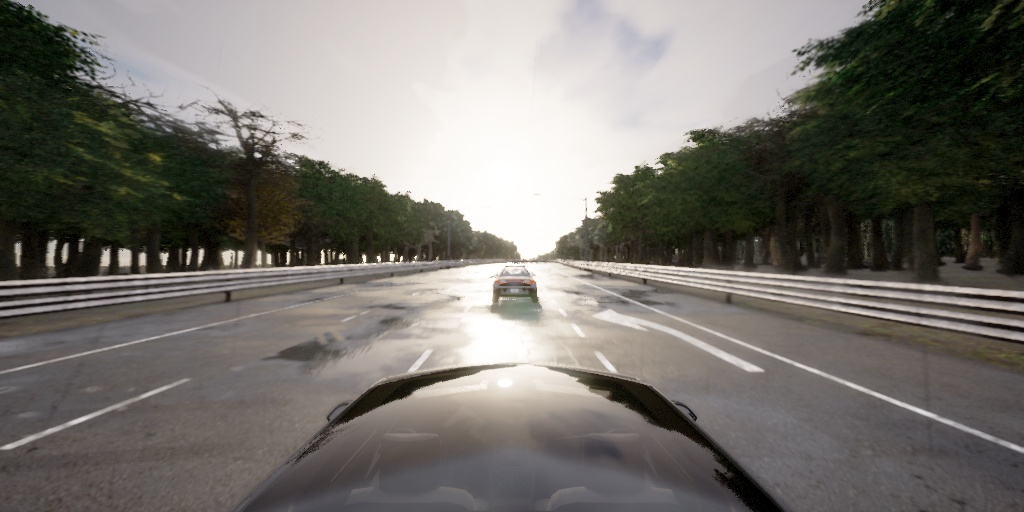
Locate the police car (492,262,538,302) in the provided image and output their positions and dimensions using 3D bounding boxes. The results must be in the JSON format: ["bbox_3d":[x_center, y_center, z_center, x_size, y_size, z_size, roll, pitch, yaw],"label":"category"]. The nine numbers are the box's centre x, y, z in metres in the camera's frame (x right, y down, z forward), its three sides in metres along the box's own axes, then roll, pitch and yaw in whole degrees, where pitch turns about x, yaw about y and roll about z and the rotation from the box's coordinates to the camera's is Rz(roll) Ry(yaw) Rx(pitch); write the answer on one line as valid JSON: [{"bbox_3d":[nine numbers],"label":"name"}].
[{"bbox_3d":[0.147,1.232,17.094,2.038,1.542,4.974,0,0,1],"label":"police car"}]
